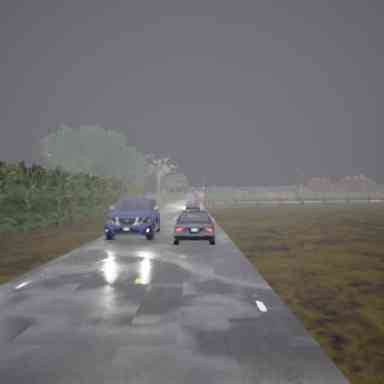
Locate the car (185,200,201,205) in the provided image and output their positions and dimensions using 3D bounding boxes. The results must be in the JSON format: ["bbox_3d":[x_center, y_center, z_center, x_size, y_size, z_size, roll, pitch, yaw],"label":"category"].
[{"bbox_3d":[0.091,1.714,42.169,2.033,1.411,5.357,0,0,0],"label":"car"}]

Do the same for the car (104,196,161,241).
[{"bbox_3d":[-2.854,1.266,17.219,2.150,2.045,5.566,0,0,0],"label":"car"}]

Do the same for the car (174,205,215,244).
[{"bbox_3d":[0.098,1.587,15.895,2.033,1.411,5.357,0,0,0],"label":"car"}]
